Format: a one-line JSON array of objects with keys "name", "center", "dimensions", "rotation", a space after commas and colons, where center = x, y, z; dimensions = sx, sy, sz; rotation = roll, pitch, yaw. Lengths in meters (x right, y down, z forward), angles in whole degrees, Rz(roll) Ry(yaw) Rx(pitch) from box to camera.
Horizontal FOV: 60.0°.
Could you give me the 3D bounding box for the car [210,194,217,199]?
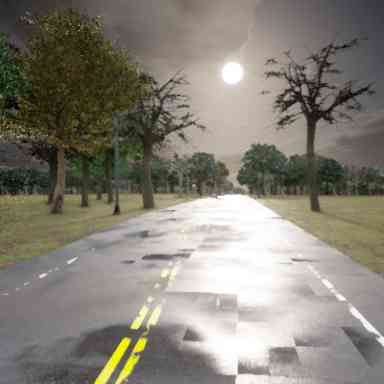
[{"name": "car", "center": [5.996, 1.217, 91.460], "dimensions": [1.812, 1.442, 4.674], "rotation": [-1, 0, 8]}]
